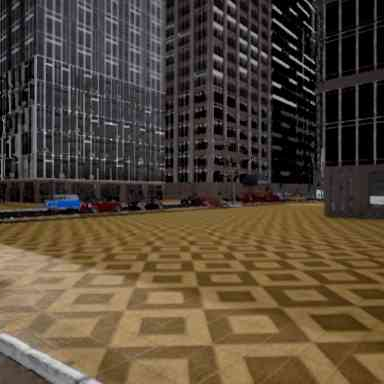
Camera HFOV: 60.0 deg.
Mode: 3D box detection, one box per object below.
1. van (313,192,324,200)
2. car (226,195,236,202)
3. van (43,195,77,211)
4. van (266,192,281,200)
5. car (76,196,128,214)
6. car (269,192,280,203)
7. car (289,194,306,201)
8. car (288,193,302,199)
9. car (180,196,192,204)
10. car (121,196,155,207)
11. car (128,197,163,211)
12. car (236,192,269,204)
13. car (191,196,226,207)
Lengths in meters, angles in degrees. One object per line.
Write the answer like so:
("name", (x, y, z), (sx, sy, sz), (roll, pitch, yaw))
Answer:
("van", (28.978, 0.898, 75.790), (1.690, 1.788, 3.998), (1, 1, 42))
("car", (7.542, 1.235, 64.493), (1.947, 1.339, 4.313), (1, 1, 42))
("van", (-15.372, 1.210, 39.195), (1.690, 1.788, 3.998), (1, 1, 42))
("van", (18.956, 0.910, 77.179), (1.690, 1.788, 3.998), (1, 1, 42))
("car", (-8.974, 1.330, 33.414), (1.967, 1.590, 4.097), (1, 1, 42))
("car", (13.761, 1.004, 58.871), (2.192, 1.841, 5.009), (1, 1, 42))
("car", (21.482, 1.147, 67.459), (1.752, 1.417, 4.829), (1, 1, 42))
("car", (26.564, 1.070, 85.642), (1.947, 1.339, 4.313), (1, 1, 42))
("car", (-0.068, 1.301, 56.033), (1.947, 1.339, 4.313), (1, 1, 42))
("car", (-7.682, 1.347, 47.581), (1.887, 1.381, 4.507), (1, 1, 42))
("car", (-5.212, 1.422, 37.683), (1.947, 1.339, 4.313), (1, 1, 42))
("car", (9.956, 1.037, 54.641), (2.192, 1.841, 5.009), (1, 1, 42))
("car", (2.347, 1.371, 46.185), (1.802, 1.307, 4.206), (1, 1, 42))
